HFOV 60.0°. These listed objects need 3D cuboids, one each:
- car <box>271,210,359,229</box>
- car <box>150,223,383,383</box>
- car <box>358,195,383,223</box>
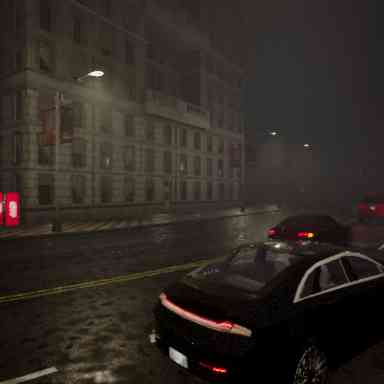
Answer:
[{"bbox_3d":[4.544,1.519,12.578,1.812,1.442,4.674,0,0,42],"label":"car"},{"bbox_3d":[1.729,1.489,4.972,4.902,1.511,2.128,0,0,-39],"label":"car"},{"bbox_3d":[13.997,1.211,24.892,2.150,2.045,5.566,0,0,37],"label":"car"}]
